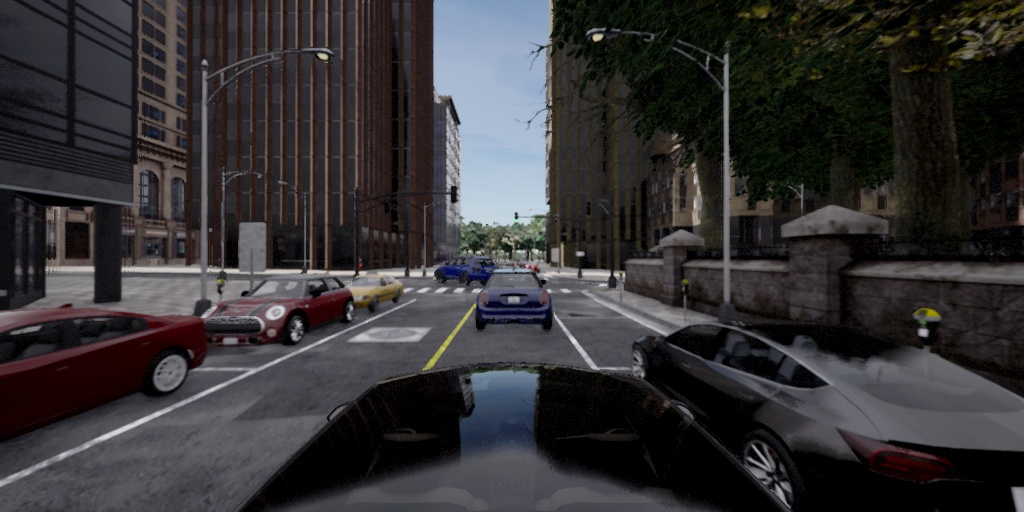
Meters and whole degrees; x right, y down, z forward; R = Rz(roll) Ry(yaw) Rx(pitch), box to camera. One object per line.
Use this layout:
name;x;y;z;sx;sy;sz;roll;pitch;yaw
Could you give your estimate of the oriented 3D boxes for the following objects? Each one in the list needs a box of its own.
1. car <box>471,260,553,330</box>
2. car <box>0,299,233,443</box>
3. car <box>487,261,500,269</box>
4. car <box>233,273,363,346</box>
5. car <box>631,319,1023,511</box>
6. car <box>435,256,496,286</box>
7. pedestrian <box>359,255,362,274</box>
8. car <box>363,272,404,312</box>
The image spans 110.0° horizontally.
car;0.051;1.153;11.437;2.097;1.767;4.553;0;0;0
car;-5.767;1.306;3.895;1.888;1.381;4.507;0;0;0
car;-3.242;1.625;64.591;2.033;1.411;5.357;0;0;0
car;-5.789;1.228;9.352;1.967;1.591;4.097;0;0;0
car;2.758;1.326;3.930;1.948;1.339;4.313;0;0;0
car;-3.433;1.058;26.183;2.150;2.045;5.566;3;-1;-41
pedestrian;-13.883;0.801;32.485;0.375;1.860;0.375;0;-1;0
car;-5.809;1.341;14.639;1.751;1.417;4.829;0;0;0
